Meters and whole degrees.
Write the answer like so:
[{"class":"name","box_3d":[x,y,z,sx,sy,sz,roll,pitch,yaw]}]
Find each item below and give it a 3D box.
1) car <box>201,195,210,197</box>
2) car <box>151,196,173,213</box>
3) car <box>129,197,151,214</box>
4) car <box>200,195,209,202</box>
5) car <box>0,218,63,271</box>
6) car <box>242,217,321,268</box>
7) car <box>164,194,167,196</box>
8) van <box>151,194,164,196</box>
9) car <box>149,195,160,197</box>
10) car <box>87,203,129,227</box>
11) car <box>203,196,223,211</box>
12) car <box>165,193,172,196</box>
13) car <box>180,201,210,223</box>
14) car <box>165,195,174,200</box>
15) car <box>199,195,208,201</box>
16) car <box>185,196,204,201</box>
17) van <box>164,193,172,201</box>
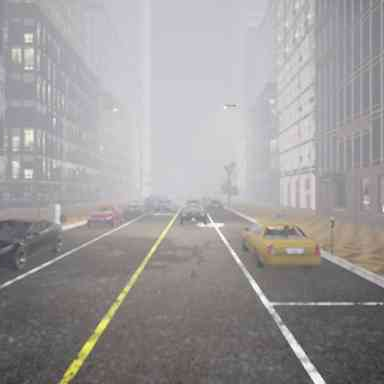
[{"class":"car","box_3d":[2.705,1.311,62.078,1.967,1.590,4.097,0,0,0]},{"class":"car","box_3d":[-3.057,1.476,37.012,2.033,1.411,5.357,0,0,0]},{"class":"car","box_3d":[-5.682,1.487,33.633,2.008,1.369,4.403,0,0,0]},{"class":"car","box_3d":[2.706,1.423,73.462,1.802,1.307,4.206,0,0,0]},{"class":"car","box_3d":[-5.686,1.548,10.865,1.947,1.339,4.313,0,0,0]},{"class":"car","box_3d":[2.695,1.506,11.020,1.752,1.417,4.829,0,0,0]},{"class":"car","box_3d":[-5.677,1.467,56.403,1.802,1.307,4.206,0,0,0]},{"class":"van","box_3d":[-5.677,1.239,50.710,1.690,1.788,3.998,0,0,0]},{"class":"car","box_3d":[-5.679,1.456,45.018,1.887,1.381,4.507,0,0,0]},{"class":"car","box_3d":[-5.683,1.542,22.247,1.802,1.307,4.206,0,0,0]},{"class":"car","box_3d":[2.700,1.490,39.311,1.947,1.339,4.313,0,0,0]},{"class":"car","box_3d":[-5.673,1.282,73.478,1.967,1.590,4.097,0,0,0]},{"class":"car","box_3d":[0.104,1.556,24.599,1.895,1.301,4.718,0,0,0]},{"class":"car","box_3d":[-5.672,1.377,84.863,1.947,1.339,4.313,0,0,0]},{"class":"car","box_3d":[2.708,1.351,79.325,1.752,1.417,4.829,0,0,0]},{"class":"car","box_3d":[0.107,1.481,41.945,1.994,1.385,4.181,0,0,0]},{"class":"van","box_3d":[-5.672,1.168,79.171,1.690,1.788,3.998,0,0,0]}]
